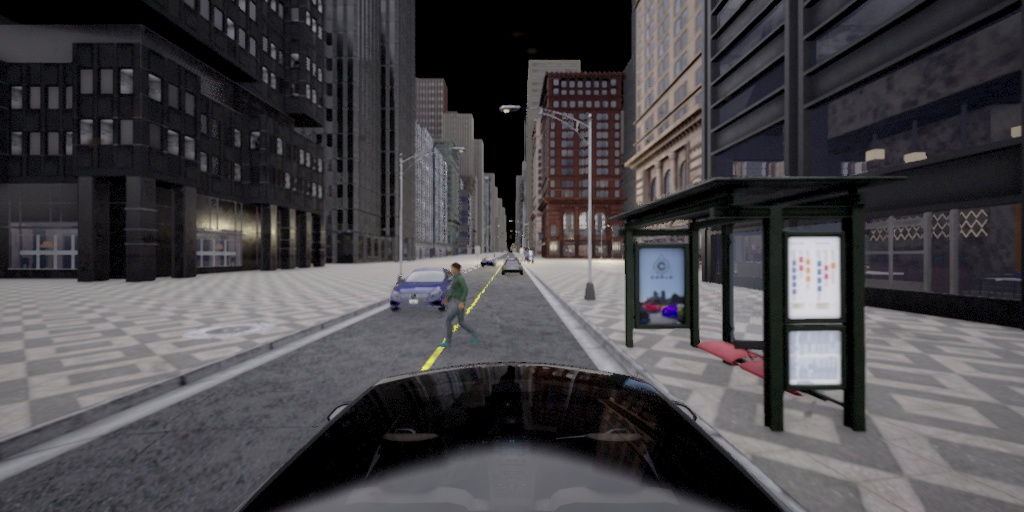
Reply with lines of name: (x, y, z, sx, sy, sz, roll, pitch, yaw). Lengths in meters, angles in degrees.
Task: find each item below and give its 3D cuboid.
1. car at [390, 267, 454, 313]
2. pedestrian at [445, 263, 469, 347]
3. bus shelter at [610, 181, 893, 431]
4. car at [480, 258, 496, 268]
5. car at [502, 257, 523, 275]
car: (-3.112, 1.169, 13.652, 1.812, 1.442, 4.674, 0, 1, 0)
pedestrian: (-1.173, 0.990, 7.608, 0.375, 1.860, 0.375, 0, 0, -10)
bus shelter: (3.132, 0.590, 5.812, 1.920, 2.740, 3.880, 0, 0, 0)
car: (-3.148, 0.911, 48.160, 1.895, 1.301, 4.718, 0, 1, 0)
car: (0.055, 1.011, 34.273, 1.994, 1.385, 4.181, 0, 0, 0)
